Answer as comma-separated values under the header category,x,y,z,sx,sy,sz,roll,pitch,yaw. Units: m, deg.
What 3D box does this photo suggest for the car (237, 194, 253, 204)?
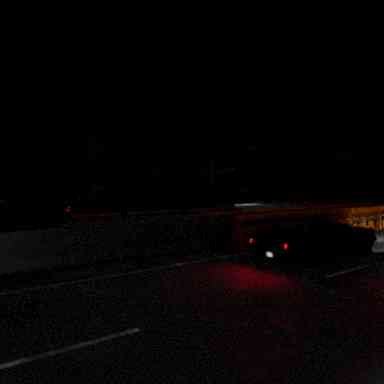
category,x,y,z,sx,sy,sz,roll,pitch,yaw
car,6.990,1.075,51.543,2.033,1.411,5.357,-1,1,-35

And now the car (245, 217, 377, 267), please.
category,x,y,z,sx,sy,sz,roll,pitch,yaw
car,4.054,1.486,10.912,4.718,1.301,1.895,-1,1,-35

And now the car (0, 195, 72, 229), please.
category,x,y,z,sx,sy,sz,roll,pitch,yaw
car,-9.663,1.199,18.588,5.566,2.045,2.150,-1,1,-35

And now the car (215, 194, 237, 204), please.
category,x,y,z,sx,sy,sz,roll,pitch,yaw
car,3.788,1.124,50.000,2.033,1.411,5.357,-1,1,-35
